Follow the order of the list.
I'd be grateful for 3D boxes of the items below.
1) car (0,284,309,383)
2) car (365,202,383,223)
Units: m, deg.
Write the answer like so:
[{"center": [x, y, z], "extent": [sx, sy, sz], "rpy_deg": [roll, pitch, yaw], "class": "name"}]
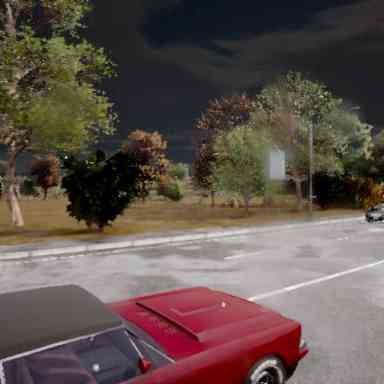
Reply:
[{"center": [-1.047, 1.607, 3.065], "extent": [4.718, 1.301, 1.895], "rpy_deg": [0, 0, -36], "class": "car"}, {"center": [14.538, 1.510, 24.460], "extent": [4.902, 1.511, 2.128], "rpy_deg": [0, 0, -40], "class": "car"}]
